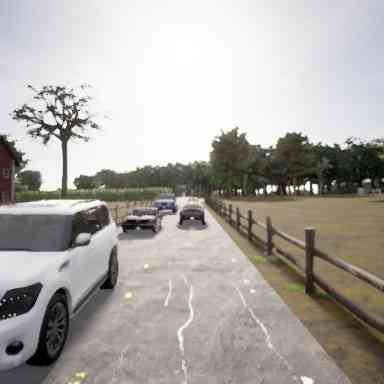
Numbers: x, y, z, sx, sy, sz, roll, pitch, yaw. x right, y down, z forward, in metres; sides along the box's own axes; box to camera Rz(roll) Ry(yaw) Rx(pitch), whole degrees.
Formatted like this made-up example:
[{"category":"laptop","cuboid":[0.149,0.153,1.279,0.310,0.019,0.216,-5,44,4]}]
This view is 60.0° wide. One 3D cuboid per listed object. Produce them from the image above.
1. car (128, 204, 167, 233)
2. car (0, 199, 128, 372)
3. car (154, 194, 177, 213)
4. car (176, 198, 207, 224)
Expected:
[{"category":"car","cuboid":[-2.806,1.587,19.605,1.895,1.301,4.718,0,0,1]},{"category":"car","cuboid":[-2.848,1.210,6.157,2.150,2.045,5.566,0,1,0]},{"category":"car","cuboid":[-2.784,1.200,36.212,2.150,2.045,5.566,0,0,0]},{"category":"car","cuboid":[0.035,1.490,24.804,1.837,1.490,4.892,0,1,1]}]
